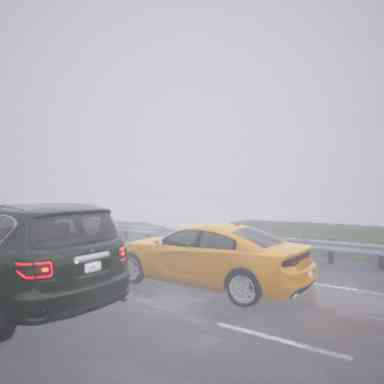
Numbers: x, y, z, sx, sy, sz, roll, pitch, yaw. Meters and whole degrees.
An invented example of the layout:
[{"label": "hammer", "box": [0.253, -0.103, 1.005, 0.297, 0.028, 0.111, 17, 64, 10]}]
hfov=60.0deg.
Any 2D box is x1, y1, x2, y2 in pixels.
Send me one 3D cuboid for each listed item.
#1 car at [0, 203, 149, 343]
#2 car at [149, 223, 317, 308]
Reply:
[{"label": "car", "box": [-3.690, 1.241, 6.620, 5.566, 2.045, 2.150, 0, 0, 35]}, {"label": "car", "box": [0.338, 1.490, 8.047, 5.008, 1.535, 1.882, 0, 0, 35]}]
